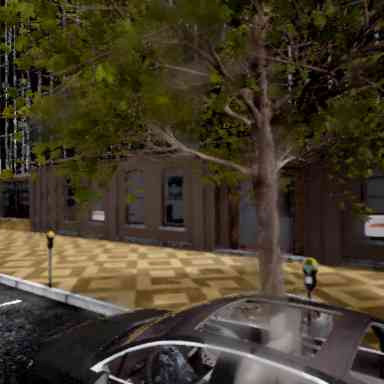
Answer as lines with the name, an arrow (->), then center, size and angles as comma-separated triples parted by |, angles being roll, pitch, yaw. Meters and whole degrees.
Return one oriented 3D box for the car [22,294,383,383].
car -> 0.378, 1.562, 2.606 | 4.403, 1.369, 2.008 | -1, 0, 36
